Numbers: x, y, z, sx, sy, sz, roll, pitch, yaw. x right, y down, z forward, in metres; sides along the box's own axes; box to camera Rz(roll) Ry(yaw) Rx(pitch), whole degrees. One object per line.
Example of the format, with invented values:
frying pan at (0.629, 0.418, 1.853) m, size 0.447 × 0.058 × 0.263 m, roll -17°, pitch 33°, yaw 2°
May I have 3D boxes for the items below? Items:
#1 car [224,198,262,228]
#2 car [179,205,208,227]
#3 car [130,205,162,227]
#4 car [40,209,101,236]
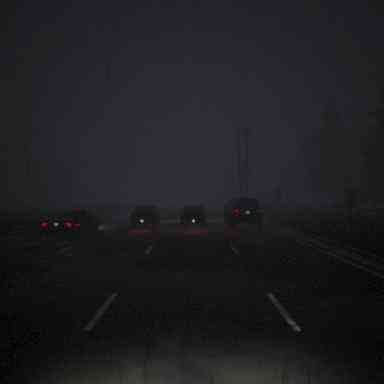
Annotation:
car at (3.602, 1.435, 24.166) m, size 2.150 × 2.045 × 5.566 m, roll 0°, pitch 0°, yaw 0°
car at (0.104, 1.724, 24.991) m, size 1.837 × 1.490 × 4.892 m, roll 0°, pitch 0°, yaw 0°
car at (-3.397, 1.724, 24.972) m, size 1.837 × 1.490 × 4.892 m, roll 0°, pitch 0°, yaw 0°
car at (-6.898, 1.717, 19.394) m, size 2.033 × 1.411 × 5.357 m, roll 0°, pitch 0°, yaw 0°
